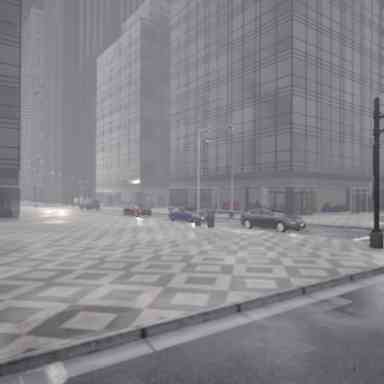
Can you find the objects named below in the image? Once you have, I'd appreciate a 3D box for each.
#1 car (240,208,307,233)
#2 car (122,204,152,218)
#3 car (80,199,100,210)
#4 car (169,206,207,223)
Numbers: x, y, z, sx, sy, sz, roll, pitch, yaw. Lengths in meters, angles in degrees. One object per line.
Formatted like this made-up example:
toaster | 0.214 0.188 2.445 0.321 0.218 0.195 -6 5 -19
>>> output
car | 5.397 1.854 22.564 1.837 1.490 4.892 1 -1 -36
car | -6.474 2.136 38.955 1.882 1.535 5.008 1 -1 -36
car | -18.848 2.307 61.471 2.150 2.045 5.566 1 -1 -37
car | -0.420 2.026 30.600 1.812 1.442 4.674 1 -1 -36
